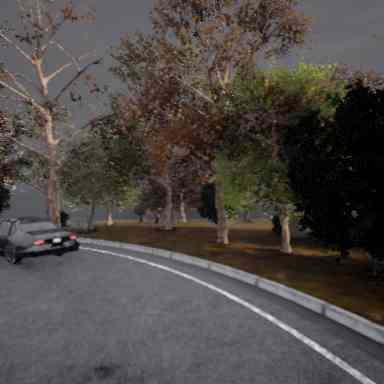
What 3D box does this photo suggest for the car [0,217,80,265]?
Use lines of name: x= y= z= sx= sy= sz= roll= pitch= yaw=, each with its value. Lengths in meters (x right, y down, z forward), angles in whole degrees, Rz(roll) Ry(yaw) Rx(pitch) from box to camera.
car: x=-6.366 y=1.634 z=12.134 sx=5.357 sy=1.411 sz=2.033 roll=-1 pitch=0 yaw=36
